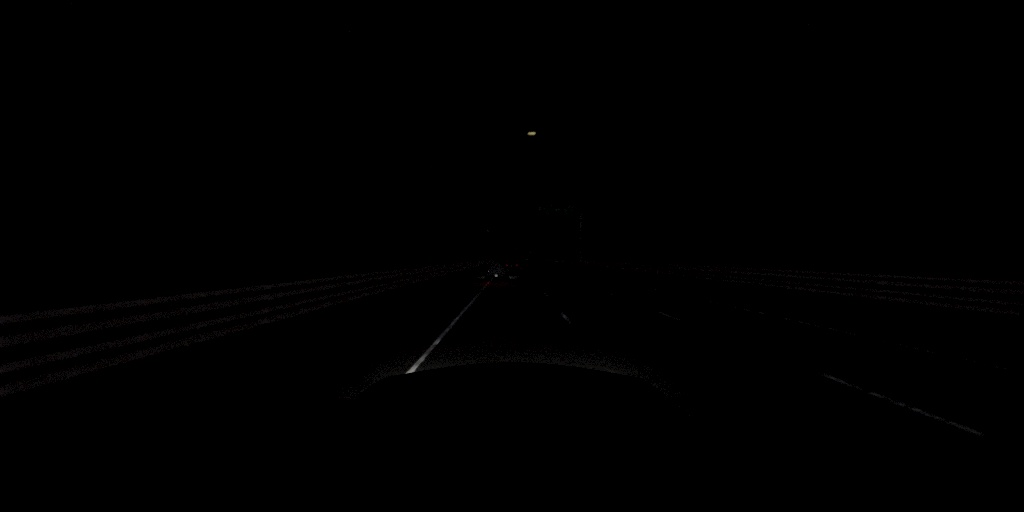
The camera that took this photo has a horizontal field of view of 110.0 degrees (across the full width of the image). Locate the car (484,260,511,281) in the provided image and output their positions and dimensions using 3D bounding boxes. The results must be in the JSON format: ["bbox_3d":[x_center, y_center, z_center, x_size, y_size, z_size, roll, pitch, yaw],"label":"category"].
[{"bbox_3d":[-1.240,1.300,30.233,1.812,1.442,4.674,0,0,0],"label":"car"}]

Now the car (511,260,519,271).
[{"bbox_3d":[-0.015,1.375,50.355,1.994,1.385,4.181,0,0,0],"label":"car"}]
